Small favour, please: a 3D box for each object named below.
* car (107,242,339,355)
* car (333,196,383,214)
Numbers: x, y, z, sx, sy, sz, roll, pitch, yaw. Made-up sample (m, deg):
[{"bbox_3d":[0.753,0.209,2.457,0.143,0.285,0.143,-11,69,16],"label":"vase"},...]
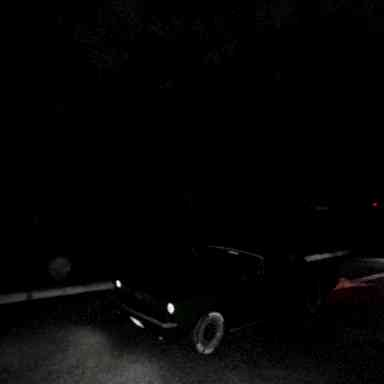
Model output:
[{"bbox_3d":[0.861,1.703,6.389,4.718,1.301,1.895,3,-1,-41],"label":"car"},{"bbox_3d":[19.770,1.503,39.485,2.150,2.045,5.566,4,2,-35],"label":"car"}]
